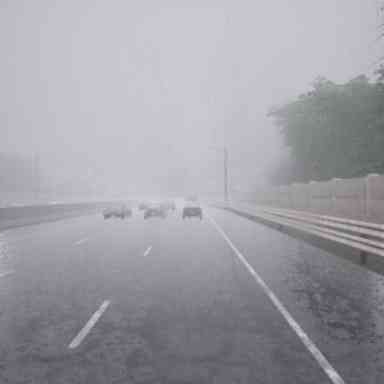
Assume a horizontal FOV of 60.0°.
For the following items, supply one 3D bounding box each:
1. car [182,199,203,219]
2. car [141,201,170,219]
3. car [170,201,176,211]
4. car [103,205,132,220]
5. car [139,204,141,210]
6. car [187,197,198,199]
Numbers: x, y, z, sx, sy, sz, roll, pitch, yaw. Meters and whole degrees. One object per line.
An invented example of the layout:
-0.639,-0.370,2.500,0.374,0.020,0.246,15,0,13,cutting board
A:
0.044,1.789,33.180,1.882,1.535,5.008,0,-1,1,car
-3.466,1.827,32.399,1.812,1.442,4.674,0,-1,1,car
-3.418,2.098,50.547,2.033,1.411,5.357,0,-1,0,car
-6.977,1.894,31.718,1.895,1.301,4.718,0,-1,1,car
-6.914,2.168,51.525,1.895,1.301,4.718,0,-1,0,car
0.087,1.791,51.569,2.150,2.045,5.566,0,-1,0,car
